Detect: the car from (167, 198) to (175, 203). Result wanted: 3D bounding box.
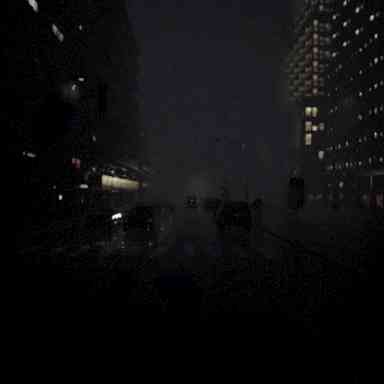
[{"bbox_3d":[-5.870,2.318,93.779,1.887,1.381,4.507,0,-1,0],"label":"car"}]

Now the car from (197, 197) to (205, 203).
[{"bbox_3d":[2.510,2.282,93.795,1.967,1.590,4.097,0,-1,0],"label":"car"}]

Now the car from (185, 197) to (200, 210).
[{"bbox_3d":[-0.092,1.951,50.722,2.033,1.411,5.357,0,-1,0],"label":"car"}]

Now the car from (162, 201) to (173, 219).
[{"bbox_3d":[-3.151,1.803,31.095,1.895,1.301,4.718,0,-1,0],"label":"car"}]

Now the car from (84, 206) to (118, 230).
[{"bbox_3d":[-5.728,1.654,21.936,2.008,1.369,4.403,0,0,0],"label":"car"}]

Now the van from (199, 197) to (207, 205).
[{"bbox_3d":[2.543,2.016,77.217,1.690,1.788,3.998,0,-1,0],"label":"van"}]

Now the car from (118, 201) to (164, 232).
[{"bbox_3d":[-3.133,1.597,21.363,1.882,1.535,5.008,0,0,0],"label":"car"}]

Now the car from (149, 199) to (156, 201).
[{"bbox_3d":[-5.761,1.797,38.515,2.008,1.369,4.403,0,-1,0],"label":"car"}]

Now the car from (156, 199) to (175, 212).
[{"bbox_3d":[-3.149,1.896,41.611,1.895,1.301,4.718,0,-1,0],"label":"car"}]

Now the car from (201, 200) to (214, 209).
[{"bbox_3d":[2.586,2.010,55.110,1.887,1.381,4.507,0,-1,0],"label":"car"}]

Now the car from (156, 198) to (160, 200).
[{"bbox_3d":[-5.772,1.841,44.041,1.887,1.381,4.507,0,-1,0],"label":"car"}]

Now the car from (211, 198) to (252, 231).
[{"bbox_3d":[2.652,1.485,21.954,2.192,1.841,5.009,0,0,0],"label":"car"}]

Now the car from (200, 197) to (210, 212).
[{"bbox_3d":[2.608,1.679,44.059,2.192,1.841,5.009,0,-1,0],"label":"car"}]

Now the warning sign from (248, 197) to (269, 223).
[{"bbox_3d":[5.034,1.332,25.217,1.300,1.860,1.060,1,0,0],"label":"warning sign"}]
